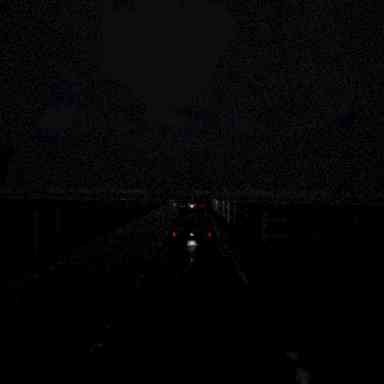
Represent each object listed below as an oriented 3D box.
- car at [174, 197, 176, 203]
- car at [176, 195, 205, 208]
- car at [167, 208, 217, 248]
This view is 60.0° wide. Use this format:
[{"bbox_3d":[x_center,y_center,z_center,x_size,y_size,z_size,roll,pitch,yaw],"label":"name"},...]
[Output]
[{"bbox_3d":[-2.750,1.539,68.884,1.895,1.301,4.718,0,0,0],"label":"car"},{"bbox_3d":[0.000,1.265,29.680,2.150,2.045,5.566,0,0,0],"label":"car"},{"bbox_3d":[0.000,1.618,14.680,1.895,1.301,4.718,0,0,0],"label":"car"}]
